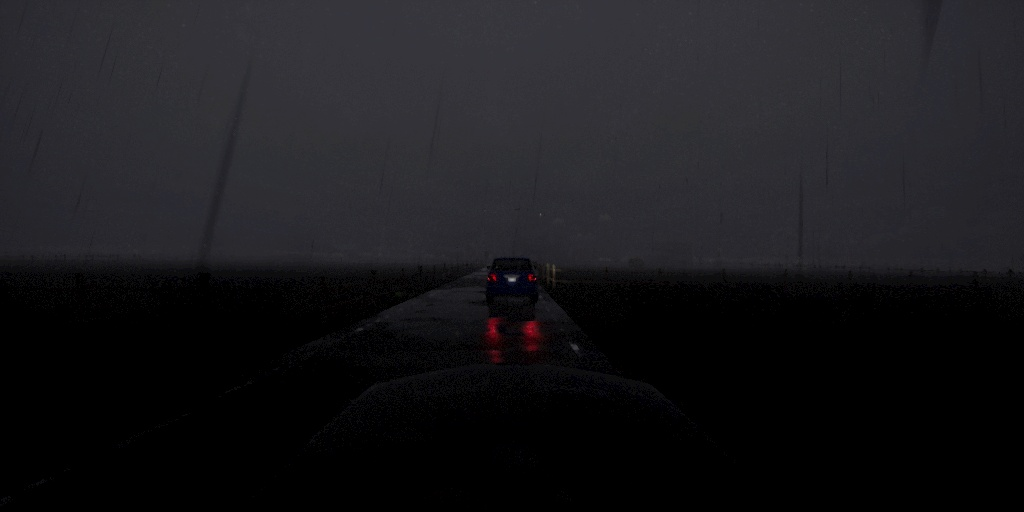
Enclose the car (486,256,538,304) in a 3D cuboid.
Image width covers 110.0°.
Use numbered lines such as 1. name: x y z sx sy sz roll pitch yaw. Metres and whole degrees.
1. car: 0.000 1.010 16.530 2.150 2.045 5.566 0 0 0
